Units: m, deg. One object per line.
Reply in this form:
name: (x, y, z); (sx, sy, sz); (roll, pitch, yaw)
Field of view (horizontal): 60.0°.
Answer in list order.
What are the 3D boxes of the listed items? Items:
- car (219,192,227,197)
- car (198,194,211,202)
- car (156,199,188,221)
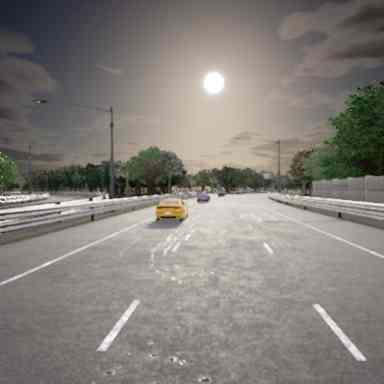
car: (8.604, 0.637, 92.864); (1.837, 1.490, 4.892); (0, 1, 13)
car: (2.158, 1.027, 58.564); (1.994, 1.385, 4.181); (0, 1, 8)
car: (-1.417, 1.250, 24.797); (1.882, 1.535, 5.008); (0, 1, 5)
